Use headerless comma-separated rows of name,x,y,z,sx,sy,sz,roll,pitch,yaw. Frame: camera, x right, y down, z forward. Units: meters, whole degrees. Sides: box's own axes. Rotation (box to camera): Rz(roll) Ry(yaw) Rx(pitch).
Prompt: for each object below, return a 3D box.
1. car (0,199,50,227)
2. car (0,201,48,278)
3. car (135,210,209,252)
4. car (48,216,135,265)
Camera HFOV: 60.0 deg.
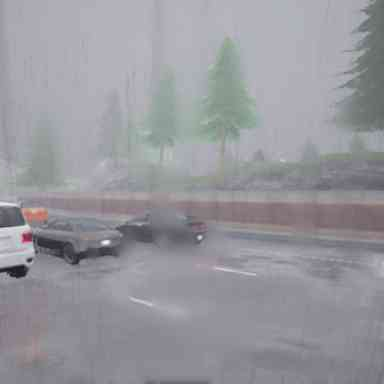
car,-12.316,1.429,24.412,2.097,1.767,4.553,0,0,-43
car,-6.426,1.252,9.179,5.566,2.045,2.150,0,0,41
car,-1.548,1.550,14.232,4.892,1.490,1.837,-2,-2,40
car,-4.275,1.602,11.971,4.181,1.385,1.994,-1,-1,41
